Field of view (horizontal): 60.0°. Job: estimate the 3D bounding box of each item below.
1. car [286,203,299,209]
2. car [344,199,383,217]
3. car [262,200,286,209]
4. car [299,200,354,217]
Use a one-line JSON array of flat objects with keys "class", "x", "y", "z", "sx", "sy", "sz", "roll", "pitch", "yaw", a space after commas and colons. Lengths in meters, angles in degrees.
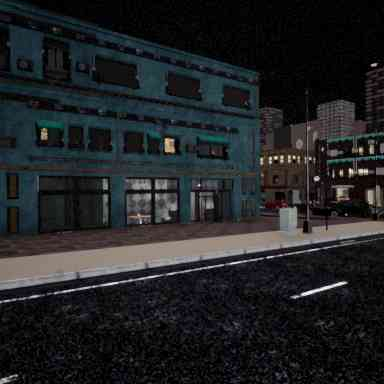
[{"class": "car", "x": 15.643, "y": 1.807, "z": 45.387, "sx": 2.008, "sy": 1.369, "sz": 4.403, "roll": -2, "pitch": 0, "yaw": -35}, {"class": "car", "x": 16.775, "y": 1.551, "z": 33.717, "sx": 2.097, "sy": 1.767, "sz": 4.553, "roll": -1, "pitch": 0, "yaw": -34}, {"class": "car", "x": 12.443, "y": 1.901, "z": 49.903, "sx": 1.802, "sy": 1.307, "sz": 4.206, "roll": -2, "pitch": 0, "yaw": -35}, {"class": "car", "x": 13.531, "y": 1.811, "z": 33.664, "sx": 1.947, "sy": 1.339, "sz": 4.313, "roll": -1, "pitch": 0, "yaw": -35}]
